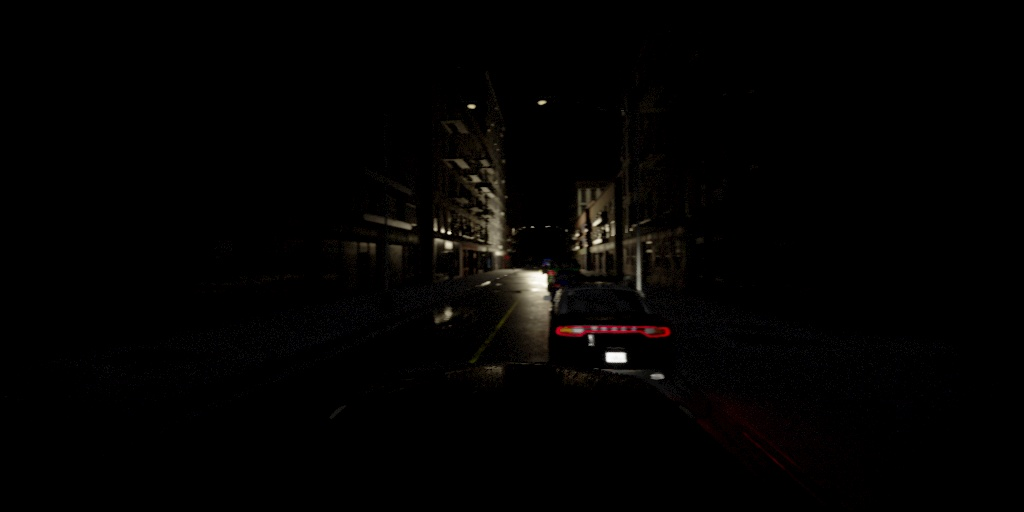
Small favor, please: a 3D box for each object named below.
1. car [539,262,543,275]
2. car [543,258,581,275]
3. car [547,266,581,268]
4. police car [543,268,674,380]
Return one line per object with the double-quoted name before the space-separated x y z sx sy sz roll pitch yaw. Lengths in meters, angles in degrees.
"car" 4.769 1.779 45.954 1.895 1.301 4.718 -1 -1 6
"car" 3.318 1.150 23.344 2.150 2.045 5.566 -1 -1 6
"car" 2.704 1.395 17.342 1.812 1.442 4.674 -1 -1 6
"police car" 1.692 1.210 7.504 1.930 1.638 5.238 -1 -1 6
